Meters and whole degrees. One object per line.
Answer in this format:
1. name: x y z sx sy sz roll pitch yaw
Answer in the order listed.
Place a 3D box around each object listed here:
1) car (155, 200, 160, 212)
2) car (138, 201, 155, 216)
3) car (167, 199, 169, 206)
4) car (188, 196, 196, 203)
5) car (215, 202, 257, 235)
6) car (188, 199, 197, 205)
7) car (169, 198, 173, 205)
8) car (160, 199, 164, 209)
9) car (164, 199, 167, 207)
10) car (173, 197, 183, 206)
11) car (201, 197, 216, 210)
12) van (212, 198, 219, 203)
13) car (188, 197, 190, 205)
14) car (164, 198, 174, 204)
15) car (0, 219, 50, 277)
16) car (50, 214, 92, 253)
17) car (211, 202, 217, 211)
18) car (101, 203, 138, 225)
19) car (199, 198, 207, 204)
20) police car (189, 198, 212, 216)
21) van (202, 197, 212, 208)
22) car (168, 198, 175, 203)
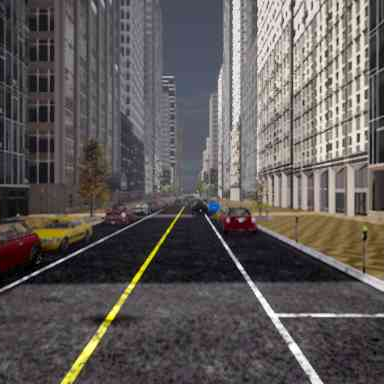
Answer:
1. car: -5.689 1.963 42.922 1.947 1.339 4.313 -1 -1 0
2. car: -5.691 1.896 37.239 2.008 1.369 4.403 -1 -1 0
3. car: -5.686 2.137 59.972 1.802 1.307 4.206 -1 -1 0
4. car: 0.017 2.039 88.250 2.097 1.767 4.553 0 -1 0
5. car: 2.686 1.627 20.188 1.967 1.590 4.097 -1 -1 0
6. car: 0.014 2.141 73.308 1.895 1.301 4.718 0 -1 0
7. car: -5.684 2.211 71.339 2.008 1.369 4.403 -1 -1 0
8. car: -5.688 1.995 48.606 1.887 1.381 4.507 -1 -1 0
9. car: -5.688 2.053 54.289 2.008 1.369 4.403 -1 -1 0
10. car: -2.988 2.157 71.771 1.837 1.490 4.892 0 -1 0
11. car: 2.691 1.818 54.290 2.192 1.841 5.009 -1 -1 0
12. van: 2.689 1.739 42.922 1.690 1.788 3.998 -1 -1 0
13. car: 0.653 1.972 53.366 1.882 1.535 5.008 0 -1 6
14. car: -5.682 2.315 82.706 2.008 1.369 4.403 -1 -1 0
15. car: -5.697 1.523 8.823 1.967 1.590 4.097 -1 -1 0
16. car: -5.695 1.659 14.336 1.752 1.417 4.829 -1 -1 0
17. car: 2.688 1.767 26.040 1.752 1.417 4.829 -1 -1 0
18. car: -5.694 1.680 25.873 1.967 1.590 4.097 -1 -1 0
19. car: 2.699 2.315 82.704 2.008 1.369 4.403 -1 -1 0
20. police car: 0.907 1.772 37.378 1.930 1.638 5.238 0 -1 0
21. van: 2.692 1.896 59.973 1.690 1.788 3.998 -1 -1 0
22. car: -5.680 2.451 94.072 1.802 1.307 4.206 -1 -1 0
